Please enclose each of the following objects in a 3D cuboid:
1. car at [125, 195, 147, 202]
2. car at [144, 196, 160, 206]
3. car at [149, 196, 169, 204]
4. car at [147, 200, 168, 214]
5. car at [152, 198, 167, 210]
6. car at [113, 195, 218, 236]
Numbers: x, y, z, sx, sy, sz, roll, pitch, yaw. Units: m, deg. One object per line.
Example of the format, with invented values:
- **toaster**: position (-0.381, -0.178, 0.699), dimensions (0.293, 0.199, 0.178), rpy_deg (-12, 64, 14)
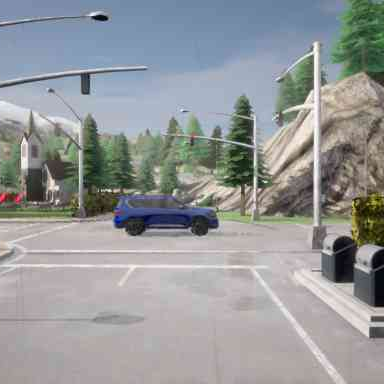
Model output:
- **car**: position (-12.355, 1.433, 73.210), dimensions (5.008, 1.535, 1.882), rpy_deg (0, 0, 42)
- **car**: position (-6.637, 1.505, 54.848), dimensions (1.837, 1.490, 4.892), rpy_deg (0, 0, -18)
- **car**: position (-6.488, 1.547, 64.656), dimensions (2.033, 1.411, 5.357), rpy_deg (0, 0, -27)
- **car**: position (-3.762, 1.564, 36.484), dimensions (1.994, 1.385, 4.181), rpy_deg (0, 0, -2)
- **car**: position (-4.425, 1.526, 45.037), dimensions (1.812, 1.442, 4.674), rpy_deg (0, 0, -8)
- **car**: position (-1.381, 1.222, 17.789), dimensions (5.566, 2.045, 2.150), rpy_deg (0, 0, -1)
